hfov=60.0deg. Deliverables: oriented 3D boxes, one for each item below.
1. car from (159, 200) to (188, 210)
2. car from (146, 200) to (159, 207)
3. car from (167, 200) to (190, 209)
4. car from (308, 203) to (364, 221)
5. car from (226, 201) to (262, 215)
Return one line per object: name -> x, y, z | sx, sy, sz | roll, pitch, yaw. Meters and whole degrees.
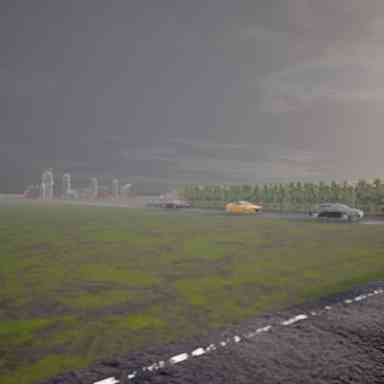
car -> -2.838, 2.008, 53.156 | 1.882, 1.535, 5.008 | 1, -1, -34
car -> -7.428, 2.234, 64.975 | 1.994, 1.385, 4.181 | 1, -1, -34
car -> -2.404, 2.149, 57.648 | 1.994, 1.385, 4.181 | 1, -1, -34
car -> 12.836, 1.754, 29.880 | 2.128, 1.511, 4.902 | 1, -1, -34
car -> 6.157, 1.853, 39.765 | 1.882, 1.535, 5.008 | 1, -1, -34
